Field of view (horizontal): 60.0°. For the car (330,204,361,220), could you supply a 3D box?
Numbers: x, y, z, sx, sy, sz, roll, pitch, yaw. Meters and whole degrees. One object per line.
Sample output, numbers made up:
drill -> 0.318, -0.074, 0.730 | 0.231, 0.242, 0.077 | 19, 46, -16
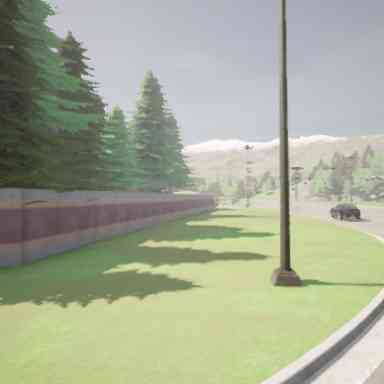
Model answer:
car -> 14.873, 1.913, 32.425 | 1.837, 1.490, 4.892 | 0, -1, 8
